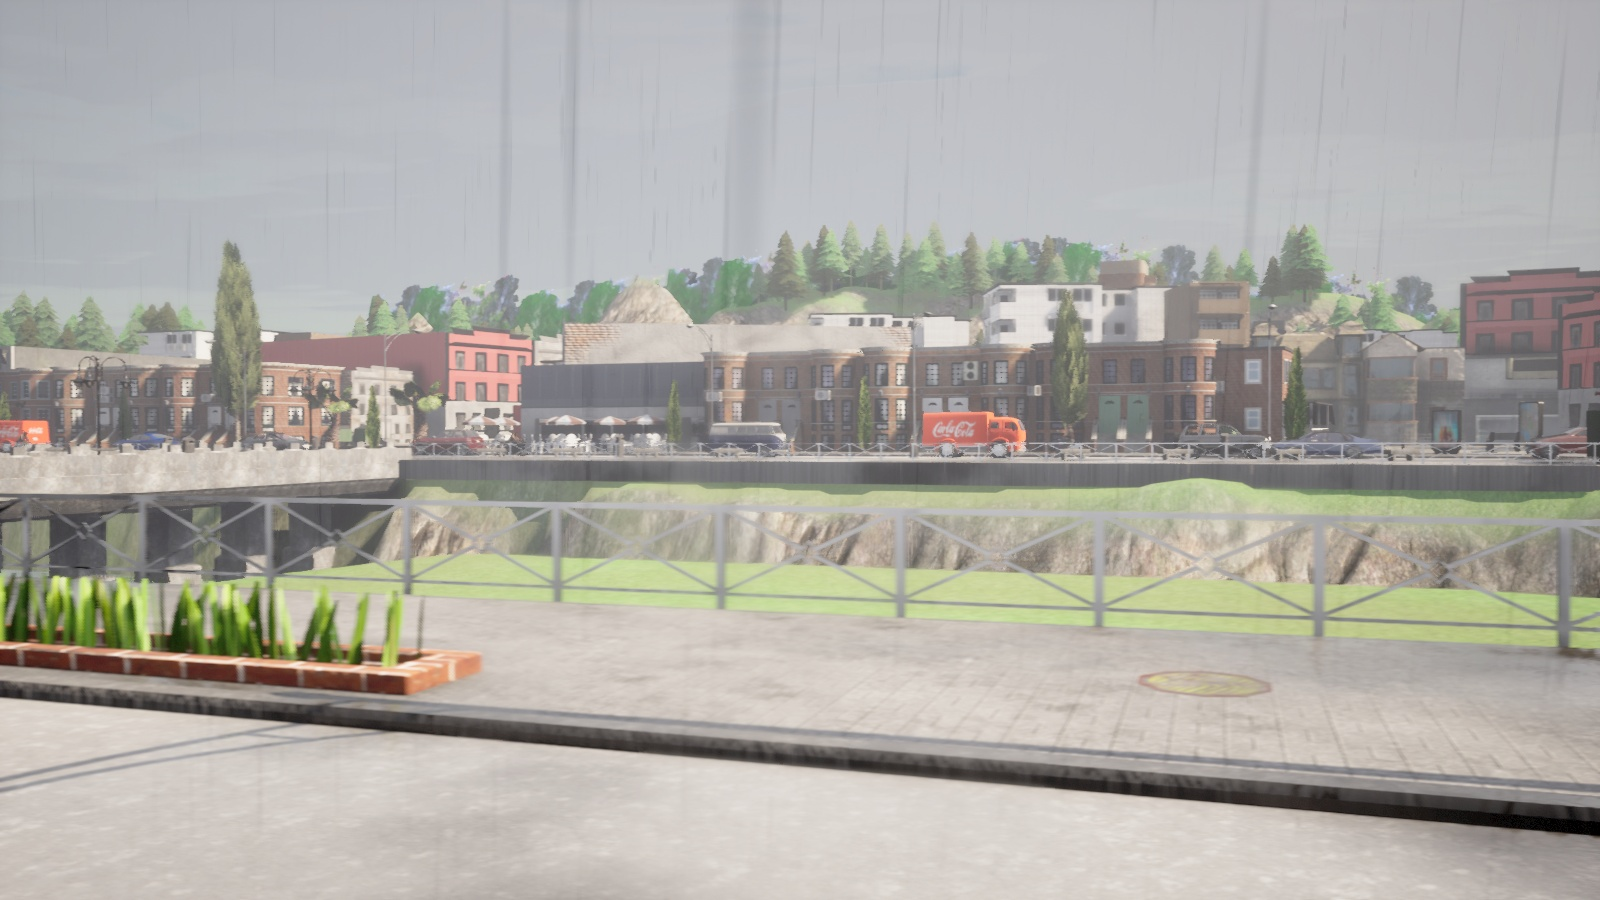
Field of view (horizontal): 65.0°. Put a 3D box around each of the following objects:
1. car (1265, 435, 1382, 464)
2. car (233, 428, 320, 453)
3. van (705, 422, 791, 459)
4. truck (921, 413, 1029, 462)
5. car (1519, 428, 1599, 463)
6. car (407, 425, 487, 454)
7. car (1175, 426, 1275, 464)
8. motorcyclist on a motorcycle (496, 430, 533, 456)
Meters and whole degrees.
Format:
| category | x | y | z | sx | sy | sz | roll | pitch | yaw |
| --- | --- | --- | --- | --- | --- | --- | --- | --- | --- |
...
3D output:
| category | x | y | z | sx | sy | sz | roll | pitch | yaw |
| --- | --- | --- | --- | --- | --- | --- | --- | --- | --- |
| car | 26.627 | -0.052 | 64.074 | 5.357 | 1.411 | 2.033 | 1 | 1 | 19 |
| car | -33.324 | -0.624 | 80.004 | 4.902 | 1.511 | 2.128 | 1 | 1 | 19 |
| van | -2.886 | -0.549 | 69.770 | 4.442 | 1.987 | 1.775 | 1 | 1 | 19 |
| truck | 9.176 | -0.678 | 65.712 | 5.204 | 2.467 | 2.627 | 1 | 1 | 19 |
| car | 37.676 | -0.219 | 60.356 | 5.027 | 1.651 | 2.152 | 1 | 1 | 19 |
| car | -22.656 | -0.692 | 80.635 | 4.553 | 1.767 | 2.097 | 1 | 1 | 19 |
| car | 20.873 | -0.268 | 61.785 | 4.605 | 1.855 | 1.932 | 1 | 1 | 19 |
| motorcyclist on a motorcycle | -16.930 | -0.448 | 74.494 | 2.044 | 1.523 | 0.797 | 1 | 1 | 19 |
